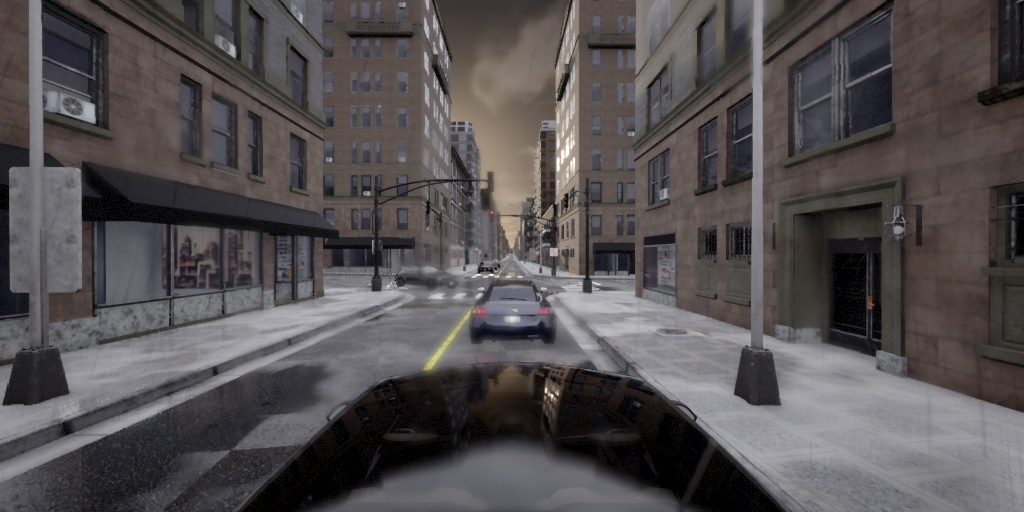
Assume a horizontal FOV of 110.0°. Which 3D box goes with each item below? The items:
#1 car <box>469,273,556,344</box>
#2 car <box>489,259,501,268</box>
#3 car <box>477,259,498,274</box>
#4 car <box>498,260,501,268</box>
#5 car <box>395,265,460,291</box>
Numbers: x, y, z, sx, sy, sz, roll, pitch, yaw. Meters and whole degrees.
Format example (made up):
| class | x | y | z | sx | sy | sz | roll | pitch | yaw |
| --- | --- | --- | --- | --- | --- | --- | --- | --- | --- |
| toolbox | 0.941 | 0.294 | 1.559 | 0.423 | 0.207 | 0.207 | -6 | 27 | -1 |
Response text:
| class | x | y | z | sx | sy | sz | roll | pitch | yaw |
| --- | --- | --- | --- | --- | --- | --- | --- | --- | --- |
| car | 0.016 | 1.315 | 9.587 | 1.994 | 1.385 | 4.181 | 0 | 0 | 0 |
| car | -3.016 | 1.321 | 63.263 | 1.882 | 1.535 | 5.008 | 0 | 0 | 0 |
| car | -3.067 | 1.308 | 43.031 | 1.837 | 1.490 | 4.892 | 0 | 0 | 0 |
| car | -3.061 | 1.370 | 52.854 | 2.033 | 1.411 | 5.357 | 0 | 0 | 0 |
| car | -5.250 | 1.268 | 21.830 | 4.674 | 1.442 | 1.812 | 1 | -1 | 38 |
